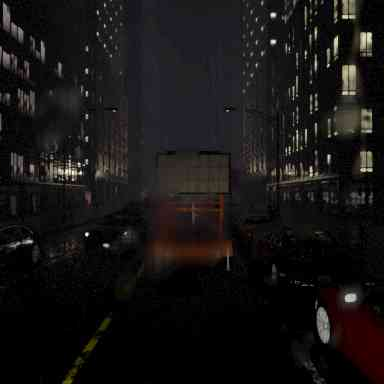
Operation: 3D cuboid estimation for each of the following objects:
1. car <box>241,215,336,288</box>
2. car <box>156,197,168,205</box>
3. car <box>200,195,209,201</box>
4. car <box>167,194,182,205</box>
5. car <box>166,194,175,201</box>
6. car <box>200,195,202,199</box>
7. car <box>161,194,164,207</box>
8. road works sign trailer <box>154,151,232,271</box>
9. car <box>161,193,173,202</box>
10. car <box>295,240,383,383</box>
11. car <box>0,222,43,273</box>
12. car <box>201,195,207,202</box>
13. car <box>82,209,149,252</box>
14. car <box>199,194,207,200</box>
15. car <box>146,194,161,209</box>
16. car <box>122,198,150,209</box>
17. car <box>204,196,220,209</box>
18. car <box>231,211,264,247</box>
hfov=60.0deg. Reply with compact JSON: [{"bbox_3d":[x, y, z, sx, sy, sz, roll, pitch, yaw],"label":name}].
[{"bbox_3d":[2.734,1.550,9.006,2.008,1.369,4.403,0,0,0],"label":"car"},{"bbox_3d":[-5.431,1.519,60.130,1.802,1.307,4.206,1,0,0],"label":"car"},{"bbox_3d":[3.046,1.445,82.779,1.947,1.339,4.313,1,0,0],"label":"car"},{"bbox_3d":[-2.756,1.419,58.064,1.882,1.535,5.008,0,0,0],"label":"car"},{"bbox_3d":[-5.333,1.320,82.833,1.967,1.590,4.097,1,0,0],"label":"car"},{"bbox_3d":[2.950,1.519,60.080,1.802,1.307,4.206,1,0,0],"label":"car"},{"bbox_3d":[-5.477,1.274,48.780,2.192,1.841,5.009,0,0,0],"label":"car"},{"bbox_3d":[0.046,0.463,10.928,2.380,3.560,2.880,0,0,0],"label":"road works sign trailer"},{"bbox_3d":[-5.380,1.226,71.482,2.192,1.841,5.009,1,0,0],"label":"car"},{"bbox_3d":[2.710,1.545,3.332,1.887,1.381,4.507,0,0,0],"label":"car"},{"bbox_3d":[-5.646,1.550,9.049,2.008,1.369,4.403,0,0,0],"label":"car"},{"bbox_3d":[2.926,1.530,54.406,1.802,1.307,4.206,1,0,0],"label":"car"},{"bbox_3d":[-3.042,1.598,14.079,1.895,1.301,4.718,0,0,0],"label":"car"},{"bbox_3d":[3.094,1.389,94.129,1.887,1.381,4.507,1,0,0],"label":"car"},{"bbox_3d":[-5.502,1.407,43.105,1.967,1.590,4.097,0,0,0],"label":"car"},{"bbox_3d":[-5.551,1.527,31.752,1.887,1.381,4.507,0,0,0],"label":"car"},{"bbox_3d":[2.878,1.533,43.057,1.947,1.339,4.313,0,0,0],"label":"car"},{"bbox_3d":[2.759,1.522,14.853,1.752,1.417,4.829,0,0,0],"label":"car"}]
